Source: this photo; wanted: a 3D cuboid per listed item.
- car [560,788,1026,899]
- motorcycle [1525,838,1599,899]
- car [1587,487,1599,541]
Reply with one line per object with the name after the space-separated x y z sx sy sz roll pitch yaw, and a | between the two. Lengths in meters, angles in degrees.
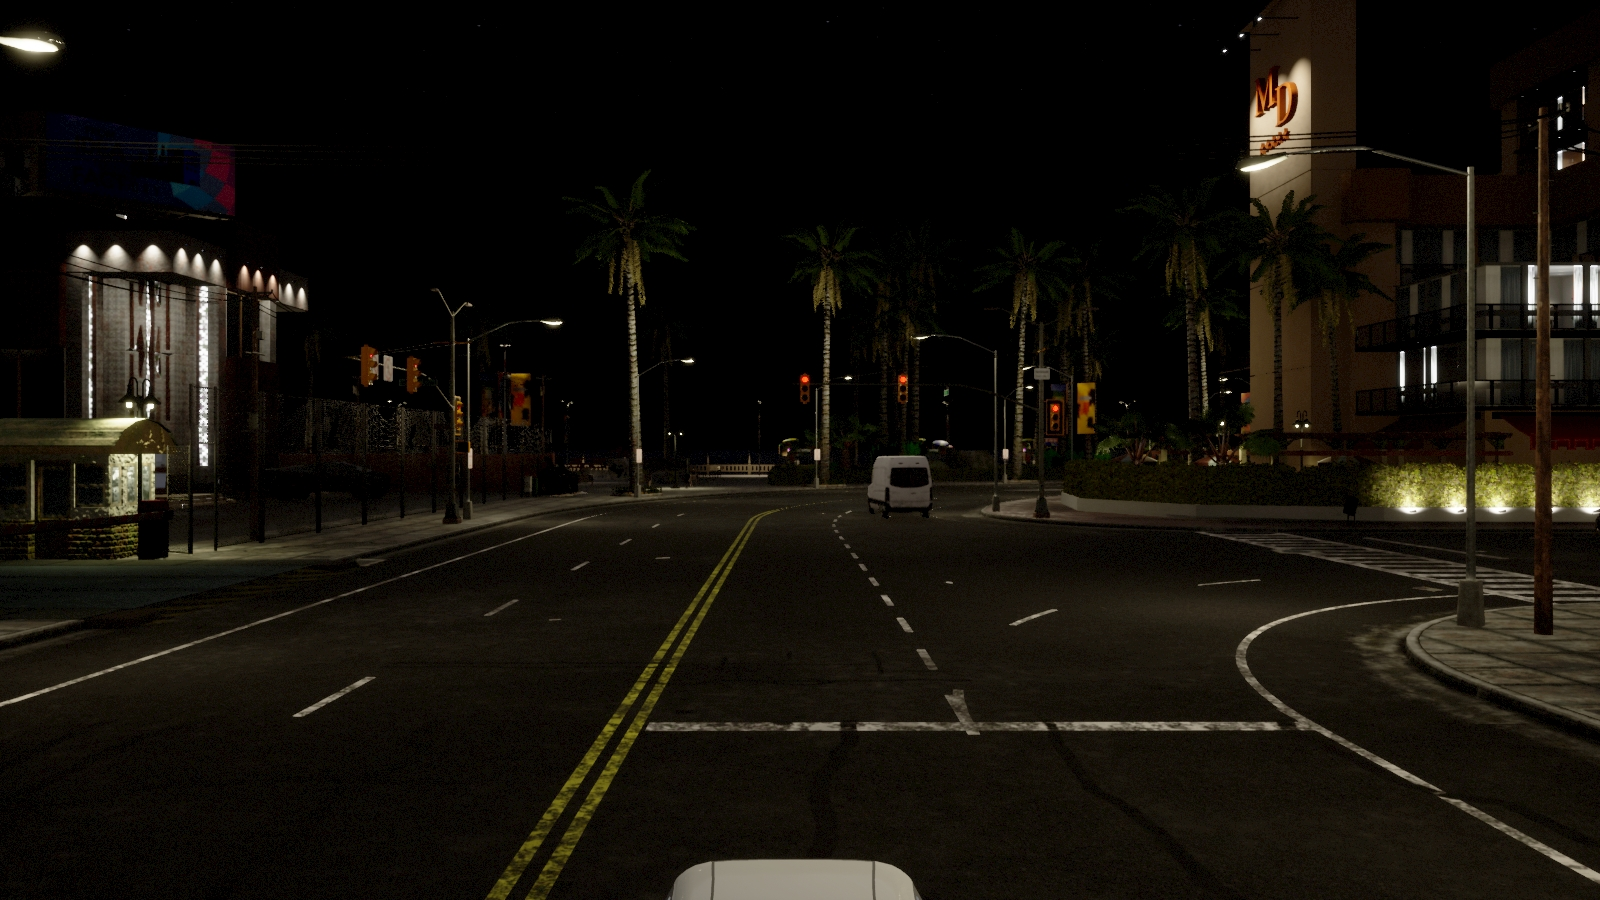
-0.022 2.120 3.707 1.481 1.376 2.207 0 0 0 | car
3.471 2.213 3.817 0.803 1.145 2.033 0 0 0 | motorcycle
27.253 1.992 34.866 5.027 1.651 2.152 0 0 -1 | car
